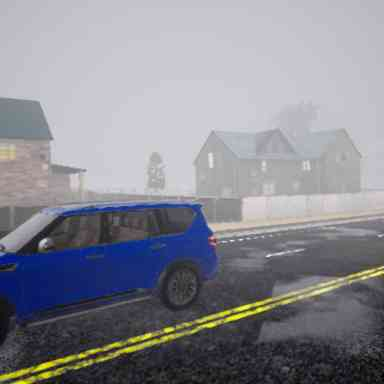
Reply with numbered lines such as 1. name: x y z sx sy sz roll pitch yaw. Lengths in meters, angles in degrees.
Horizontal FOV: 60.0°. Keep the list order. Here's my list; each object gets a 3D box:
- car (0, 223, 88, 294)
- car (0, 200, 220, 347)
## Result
1. car: -5.160 1.636 7.957 4.718 1.301 1.895 -1 0 -35
2. car: -2.038 1.220 6.166 5.566 2.045 2.150 -1 0 -35
